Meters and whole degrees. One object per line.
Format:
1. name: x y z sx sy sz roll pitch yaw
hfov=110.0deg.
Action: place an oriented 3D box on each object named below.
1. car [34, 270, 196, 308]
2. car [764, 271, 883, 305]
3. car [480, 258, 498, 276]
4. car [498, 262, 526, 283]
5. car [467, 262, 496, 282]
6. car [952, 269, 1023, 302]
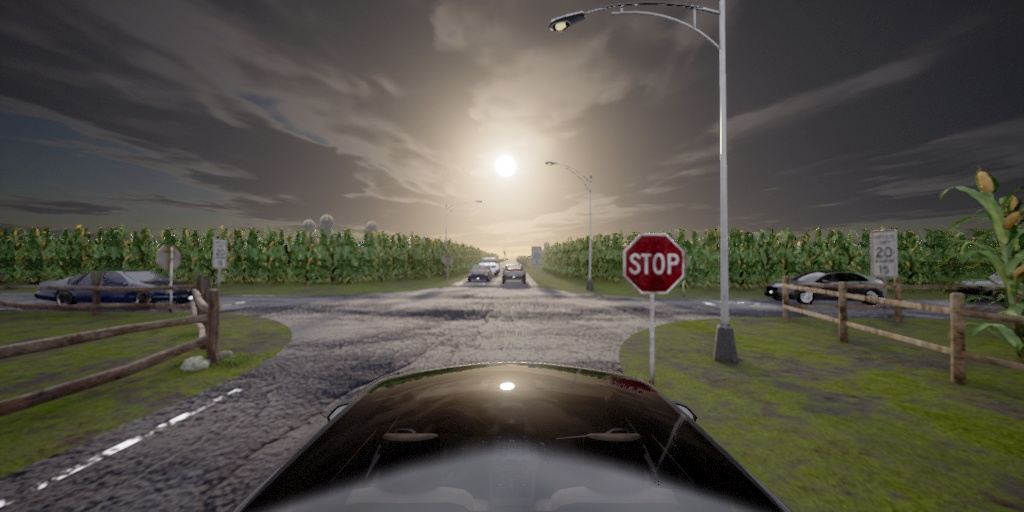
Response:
1. car: -15.572 1.281 14.429 5.357 1.411 2.033 0 -1 0
2. car: 14.706 1.475 16.979 4.892 1.490 1.837 0 -1 1
3. car: -2.738 1.223 42.199 2.150 2.045 5.566 0 0 1
4. car: 0.167 1.419 29.964 2.128 1.511 4.902 0 0 0
5. car: -2.776 1.487 31.870 2.033 1.411 5.357 0 0 0
6. car: 23.910 1.384 16.862 4.553 1.767 2.097 0 -1 1
